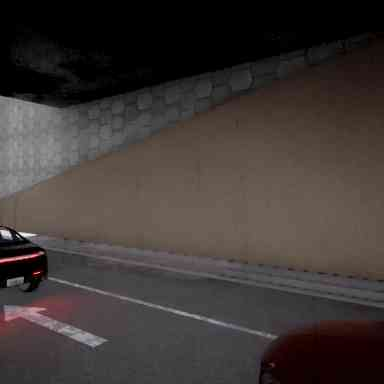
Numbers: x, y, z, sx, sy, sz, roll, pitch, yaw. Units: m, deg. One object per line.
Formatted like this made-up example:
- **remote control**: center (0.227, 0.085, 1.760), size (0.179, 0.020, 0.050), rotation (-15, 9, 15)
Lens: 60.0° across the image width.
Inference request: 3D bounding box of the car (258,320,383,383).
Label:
- **car**: center (2.676, 1.526, 1.975), size (4.674, 1.442, 1.812), rotation (0, 0, 36)

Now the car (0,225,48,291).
- **car**: center (-5.331, 1.492, 7.745), size (4.902, 1.511, 2.128), rotation (0, 0, 35)
